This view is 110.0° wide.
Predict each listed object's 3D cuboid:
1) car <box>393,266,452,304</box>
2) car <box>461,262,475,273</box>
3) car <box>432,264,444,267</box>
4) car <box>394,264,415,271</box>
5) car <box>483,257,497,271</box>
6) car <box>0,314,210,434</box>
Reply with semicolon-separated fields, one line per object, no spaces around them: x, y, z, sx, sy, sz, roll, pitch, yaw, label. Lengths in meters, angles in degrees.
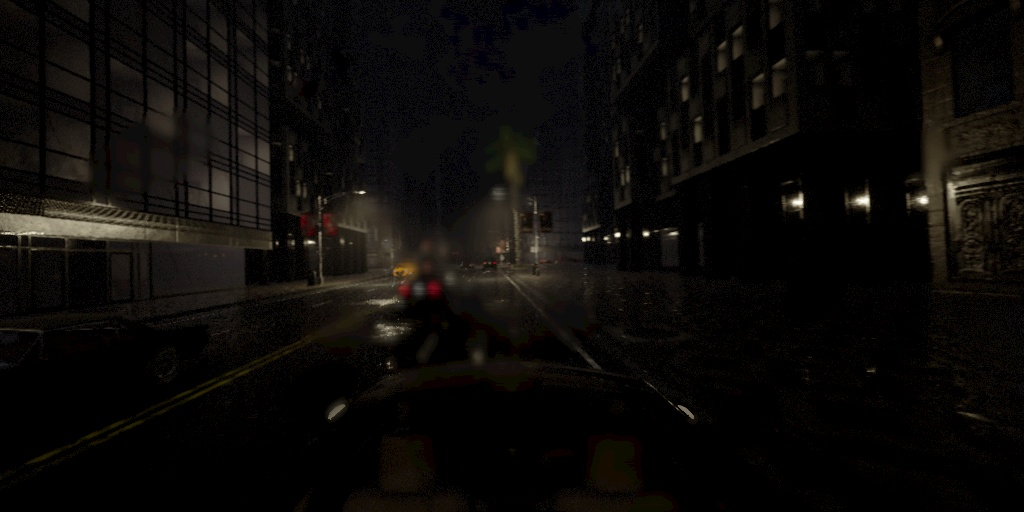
-4.056;1.433;17.436;2.033;1.411;5.357;-2;0;-4;car
-6.401;1.569;52.110;2.128;1.511;4.902;-2;0;-4;car
-9.433;1.680;46.091;2.033;1.411;5.357;-2;0;-4;car
-12.399;1.676;41.775;1.882;1.535;5.008;-2;0;-4;car
-3.520;1.247;57.560;2.150;2.045;5.566;-2;-1;-4;car
-6.646;1.541;4.646;1.895;1.301;4.718;-2;0;-4;car
